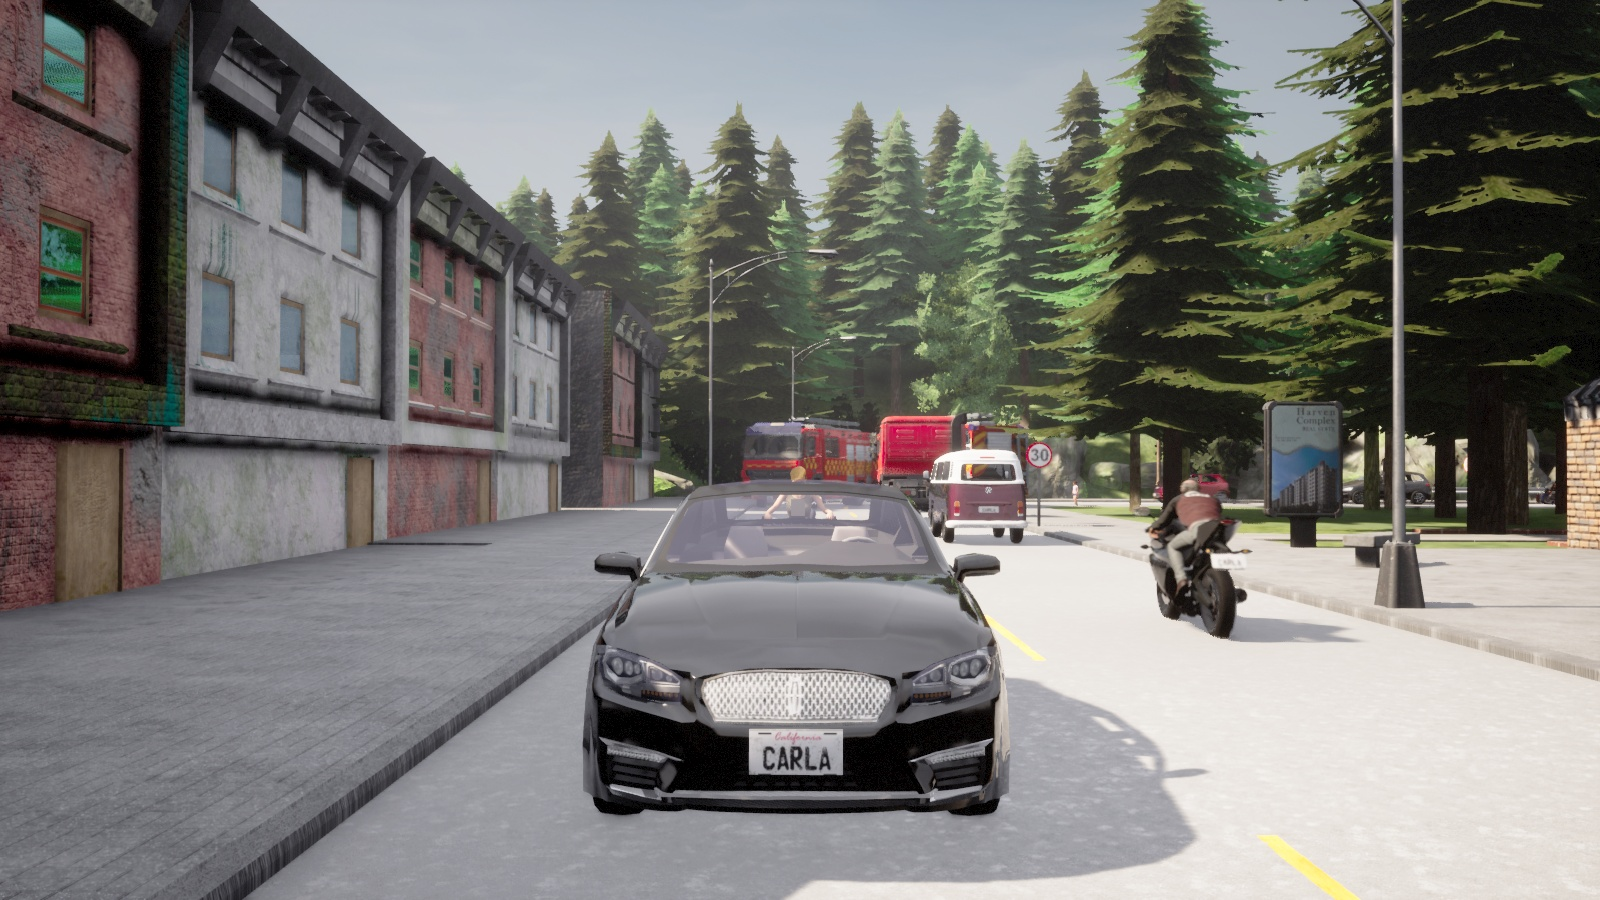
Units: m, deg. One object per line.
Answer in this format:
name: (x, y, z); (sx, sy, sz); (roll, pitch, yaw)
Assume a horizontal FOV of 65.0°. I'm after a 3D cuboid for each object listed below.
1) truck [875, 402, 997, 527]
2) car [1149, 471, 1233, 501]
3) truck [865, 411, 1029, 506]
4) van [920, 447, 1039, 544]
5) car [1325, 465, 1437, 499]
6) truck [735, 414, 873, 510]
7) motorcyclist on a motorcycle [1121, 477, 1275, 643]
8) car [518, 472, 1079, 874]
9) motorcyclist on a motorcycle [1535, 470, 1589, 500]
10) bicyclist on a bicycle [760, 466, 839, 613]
truck: (4.011, 0.466, 38.741); (2.891, 3.462, 7.936); (0, -1, 0)
car: (19.676, 1.811, 63.335); (3.633, 1.501, 1.845); (0, -1, 0)
truck: (6.206, 0.495, 54.801); (2.891, 3.827, 8.468); (0, -2, -26)
van: (4.006, 1.003, 28.737); (2.069, 2.038, 4.480); (0, -1, 0)
car: (29.291, 1.602, 63.389); (4.611, 1.667, 2.242); (0, -1, -1)
truck: (0.370, 0.568, 54.695); (2.891, 3.827, 8.468); (-1, -1, 23)
motorcyclist on a motorcycle: (3.995, 1.048, 12.821); (0.866, 1.530, 2.191); (0, -1, 0)
car: (-0.007, 0.892, 7.230); (2.128, 1.511, 4.902); (0, -1, 0)
motorcyclist on a motorcycle: (38.499, 1.758, 63.432); (2.191, 1.530, 0.866); (0, -1, 0)
bicyclist on a bicycle: (-0.005, 0.996, 14.605); (0.866, 1.612, 1.509); (0, -1, 0)
